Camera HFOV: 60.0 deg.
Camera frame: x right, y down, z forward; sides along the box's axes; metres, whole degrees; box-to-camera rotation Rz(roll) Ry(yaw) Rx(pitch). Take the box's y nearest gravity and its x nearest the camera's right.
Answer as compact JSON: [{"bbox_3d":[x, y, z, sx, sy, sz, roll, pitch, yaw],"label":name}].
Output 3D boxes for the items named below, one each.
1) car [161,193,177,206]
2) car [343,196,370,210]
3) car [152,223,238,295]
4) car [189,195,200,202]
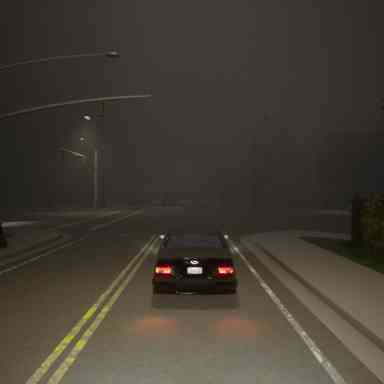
[{"bbox_3d":[-3.681,1.221,53.908,2.150,2.045,5.566,0,0,0],"label":"car"},{"bbox_3d":[20.156,1.306,38.780,4.553,1.767,2.097,0,0,-1],"label":"car"},{"bbox_3d":[0.060,1.547,8.872,2.033,1.411,5.357,0,0,0],"label":"car"},{"bbox_3d":[0.611,1.523,78.885,1.812,1.442,4.674,0,0,12],"label":"car"}]
